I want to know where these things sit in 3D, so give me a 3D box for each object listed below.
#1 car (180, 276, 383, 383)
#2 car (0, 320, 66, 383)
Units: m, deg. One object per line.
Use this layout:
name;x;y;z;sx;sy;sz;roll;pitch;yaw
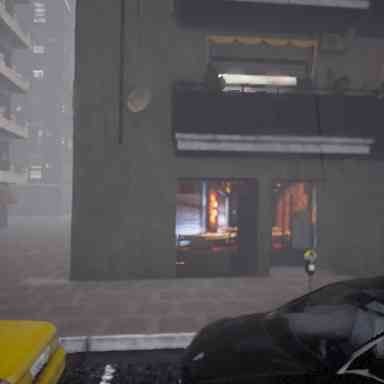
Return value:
car;2.060;1.651;3.474;4.313;1.339;1.947;0;-1;-4
car;-3.764;1.609;3.030;4.829;1.417;1.752;0;-1;-4
